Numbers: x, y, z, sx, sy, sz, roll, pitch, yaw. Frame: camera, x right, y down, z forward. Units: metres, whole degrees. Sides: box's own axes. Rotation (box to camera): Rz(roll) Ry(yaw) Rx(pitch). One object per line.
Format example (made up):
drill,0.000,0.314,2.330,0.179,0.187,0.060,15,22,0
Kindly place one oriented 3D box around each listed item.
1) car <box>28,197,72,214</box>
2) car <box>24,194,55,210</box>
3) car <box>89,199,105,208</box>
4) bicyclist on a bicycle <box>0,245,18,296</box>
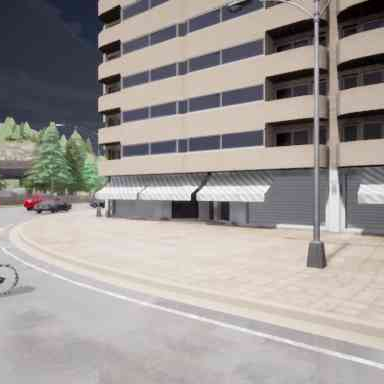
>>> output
car,-15.011,1.547,36.116,2.033,1.411,5.357,0,0,6
car,-17.870,1.221,40.487,2.150,2.045,5.566,0,0,14
car,-12.064,1.600,46.621,1.895,1.301,4.718,0,0,27
bicyclist on a bicycle,-4.419,1.448,6.763,0.582,1.620,1.656,0,2,41
